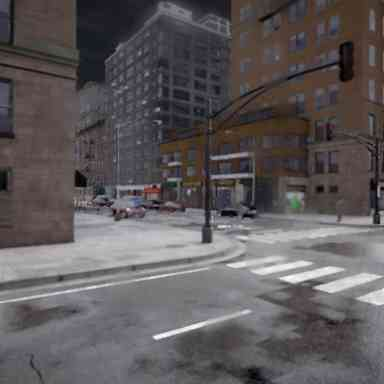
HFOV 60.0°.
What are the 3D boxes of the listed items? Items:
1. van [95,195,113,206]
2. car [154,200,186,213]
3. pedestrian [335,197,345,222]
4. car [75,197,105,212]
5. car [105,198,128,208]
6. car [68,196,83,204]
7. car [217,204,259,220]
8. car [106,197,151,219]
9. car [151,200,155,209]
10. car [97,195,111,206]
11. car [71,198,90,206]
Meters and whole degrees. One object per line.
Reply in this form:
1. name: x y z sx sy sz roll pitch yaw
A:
1. van: -15.015 1.463 56.655 1.690 1.788 3.998 1 0 -35
2. car: -2.304 1.695 38.647 1.802 1.307 4.206 1 0 -35
3. pedestrian: 10.997 1.285 24.791 0.375 1.860 0.375 1 0 -35
4. car: -12.038 1.623 38.520 1.802 1.307 4.206 1 0 -35
5. car: -11.838 1.668 52.153 2.008 1.369 4.403 1 0 -35
6. car: -24.550 1.577 70.161 1.967 1.590 4.097 1 0 -35
7. car: 4.053 1.681 29.642 1.947 1.339 4.313 1 0 -35
8. car: -5.680 1.482 29.517 1.967 1.590 4.097 1 0 -35
9. car: -5.482 1.679 43.149 1.947 1.339 4.313 1 0 -35
10. car: -13.719 1.599 50.333 1.837 1.490 4.892 1 0 -35
11. car: -19.783 1.703 58.835 1.895 1.301 4.718 1 0 -35
